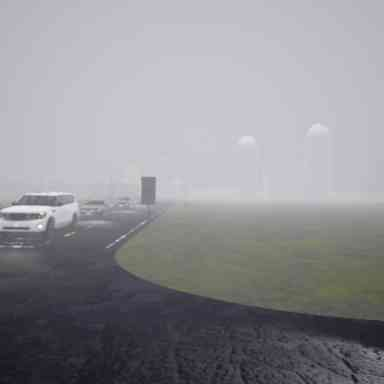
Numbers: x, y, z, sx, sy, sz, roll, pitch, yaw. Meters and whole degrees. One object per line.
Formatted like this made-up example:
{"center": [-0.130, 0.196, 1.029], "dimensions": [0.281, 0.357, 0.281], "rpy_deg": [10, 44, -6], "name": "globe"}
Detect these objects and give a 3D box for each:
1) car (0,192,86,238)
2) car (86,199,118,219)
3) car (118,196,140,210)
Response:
{"center": [-7.419, 1.020, 16.726], "dimensions": [2.150, 2.045, 5.566], "rpy_deg": [1, 0, -1], "name": "car"}
{"center": [-7.463, 1.285, 26.290], "dimensions": [1.812, 1.442, 4.674], "rpy_deg": [1, 0, 0], "name": "car"}
{"center": [-7.489, 1.223, 37.591], "dimensions": [1.837, 1.490, 4.892], "rpy_deg": [1, 1, 0], "name": "car"}
